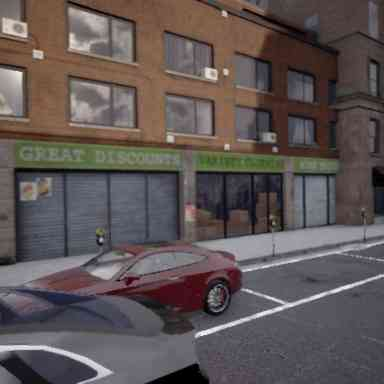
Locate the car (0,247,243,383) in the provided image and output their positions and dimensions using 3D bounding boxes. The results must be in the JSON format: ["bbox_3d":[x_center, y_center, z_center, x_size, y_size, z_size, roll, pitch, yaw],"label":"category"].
[{"bbox_3d":[-2.133,1.500,1.865,4.902,1.511,2.128,-1,0,-35],"label":"car"}]

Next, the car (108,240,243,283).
[{"bbox_3d":[-0.944,1.554,5.859,4.206,1.307,1.802,-1,0,-35],"label":"car"}]
